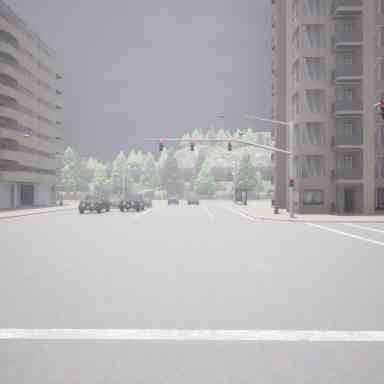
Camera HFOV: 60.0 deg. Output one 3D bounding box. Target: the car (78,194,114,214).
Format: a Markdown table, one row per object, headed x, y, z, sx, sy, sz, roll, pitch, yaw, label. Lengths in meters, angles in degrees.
| x | y | z | sx | sy | sz | roll | pitch | yaw | label |
| --- | --- | --- | --- | --- | --- | --- | --- | --- | --- |
| -10.514 | 1.221 | 36.253 | 2.150 | 2.045 | 5.566 | 0 | 0 | 0 | car |

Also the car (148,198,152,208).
| x | y | z | sx | sy | sz | roll | pitch | yaw | label |
| --- | --- | --- | --- | --- | --- | --- | --- | --- | --- |
| -6.969 | 1.526 | 48.986 | 1.812 | 1.442 | 4.674 | 0 | 0 | 0 | car |

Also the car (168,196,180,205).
| x | y | z | sx | sy | sz | roll | pitch | yaw | label |
| --- | --- | --- | --- | --- | --- | --- | --- | --- | --- |
| -3.363 | 1.526 | 60.018 | 1.812 | 1.442 | 4.674 | 0 | 0 | 0 | car |

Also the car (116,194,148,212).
| x | y | z | sx | sy | sz | roll | pitch | yaw | label |
| --- | --- | --- | --- | --- | --- | --- | --- | --- | --- |
| -7.005 | 1.221 | 39.457 | 2.150 | 2.045 | 5.566 | 0 | 0 | 0 | car |

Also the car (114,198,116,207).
| x | y | z | sx | sy | sz | roll | pitch | yaw | label |
| --- | --- | --- | --- | --- | --- | --- | --- | --- | --- |
| -10.484 | 1.526 | 45.856 | 1.812 | 1.442 | 4.674 | 0 | 0 | 0 | car |

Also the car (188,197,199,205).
| x | y | z | sx | sy | sz | roll | pitch | yaw | label |
| --- | --- | --- | --- | --- | --- | --- | --- | --- | --- |
| 0.233 | 1.564 | 58.360 | 1.994 | 1.385 | 4.181 | 0 | 0 | 0 | car |
